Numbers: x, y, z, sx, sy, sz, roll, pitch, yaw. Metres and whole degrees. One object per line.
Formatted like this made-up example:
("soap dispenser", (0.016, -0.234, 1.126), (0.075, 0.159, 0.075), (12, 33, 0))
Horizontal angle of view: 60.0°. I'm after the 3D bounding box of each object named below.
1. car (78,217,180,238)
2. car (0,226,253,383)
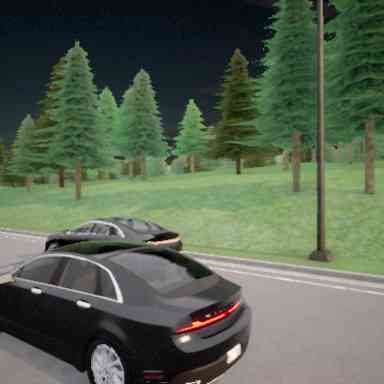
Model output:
("car", (-2.512, 1.514, 10.085), (4.902, 1.511, 2.128), (0, 0, 36))
("car", (-1.507, 1.517, 5.067), (4.892, 1.490, 1.837), (0, 0, 35))
